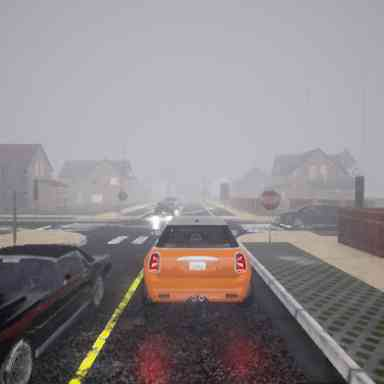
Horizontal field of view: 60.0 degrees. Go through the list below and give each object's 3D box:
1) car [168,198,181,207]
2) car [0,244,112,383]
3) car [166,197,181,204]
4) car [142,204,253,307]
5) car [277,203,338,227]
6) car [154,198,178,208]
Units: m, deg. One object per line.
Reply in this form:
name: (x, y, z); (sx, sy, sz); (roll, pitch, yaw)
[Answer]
car: (-2.842, 1.663, 55.245); (1.812, 1.442, 4.674); (0, 0, 0)
car: (-2.760, 1.600, 5.220); (1.895, 1.301, 4.718); (0, 0, 1)
car: (-2.846, 1.439, 45.017); (2.097, 1.767, 4.553); (0, 0, 0)
car: (0.100, 1.352, 8.126); (2.097, 1.767, 4.553); (0, 0, 0)
car: (8.385, 1.568, 22.940); (4.892, 1.490, 1.837); (1, 0, -4)
car: (-2.852, 1.648, 35.102); (1.895, 1.301, 4.718); (0, 0, 0)
